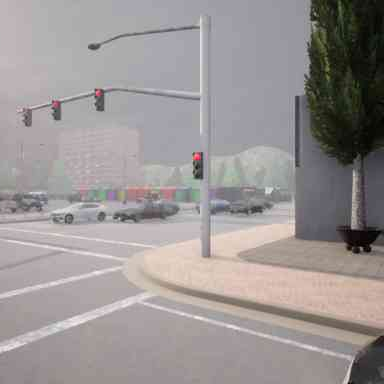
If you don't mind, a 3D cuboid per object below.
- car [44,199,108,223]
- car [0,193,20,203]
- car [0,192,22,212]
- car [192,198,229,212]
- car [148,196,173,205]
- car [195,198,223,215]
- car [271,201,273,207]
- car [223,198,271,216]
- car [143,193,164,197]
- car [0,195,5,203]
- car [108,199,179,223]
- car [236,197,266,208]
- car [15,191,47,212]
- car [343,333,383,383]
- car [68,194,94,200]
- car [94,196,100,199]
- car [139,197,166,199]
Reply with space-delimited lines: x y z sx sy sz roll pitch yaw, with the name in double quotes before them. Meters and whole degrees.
"car" -8.523 1.526 25.537 1.812 1.442 4.674 0 0 38
"car" -36.716 1.153 66.760 4.605 1.855 1.932 0 0 35
"car" -19.895 1.153 34.131 4.605 1.855 1.932 0 0 35
"car" 2.341 1.491 40.240 2.128 1.511 4.902 0 0 37
"car" -5.210 1.395 54.872 3.806 1.475 1.970 0 0 35
"car" 2.460 1.526 34.535 1.812 1.442 4.674 0 0 37
"car" 8.756 1.547 42.974 2.033 1.411 5.357 0 0 37
"car" 5.450 1.491 32.365 2.128 1.511 4.902 0 0 37
"car" -6.889 1.156 52.513 3.866 1.878 1.905 0 0 35
"car" -38.223 1.364 64.539 3.905 1.438 1.784 0 0 35
"car" -3.685 1.547 26.272 2.033 1.411 5.357 0 0 36
"car" 8.680 1.547 48.682 2.033 1.411 5.357 0 0 37
"car" -18.181 1.156 36.463 3.866 1.878 1.905 0 0 35
"car" 3.375 1.492 1.558 4.902 1.511 2.128 0 0 36
"car" -21.211 1.153 62.604 4.605 1.855 1.932 0 0 35
"car" -19.488 1.364 64.933 3.905 1.438 1.784 0 0 35
"car" -3.136 1.526 32.879 1.812 1.442 4.674 0 0 37
